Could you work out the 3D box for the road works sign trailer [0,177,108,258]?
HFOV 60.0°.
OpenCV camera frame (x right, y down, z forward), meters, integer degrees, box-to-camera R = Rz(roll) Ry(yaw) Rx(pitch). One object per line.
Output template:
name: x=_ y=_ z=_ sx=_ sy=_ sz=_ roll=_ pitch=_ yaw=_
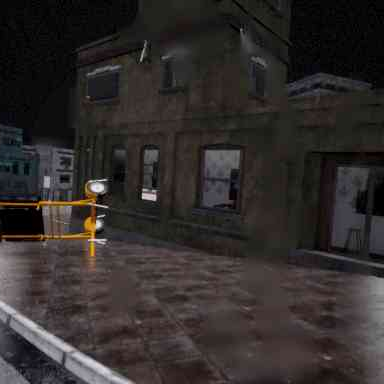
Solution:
road works sign trailer: x=-4.869 y=1.155 z=11.785 sx=3.560 sy=2.380 sz=2.880 roll=2 pitch=43 yaw=-17
